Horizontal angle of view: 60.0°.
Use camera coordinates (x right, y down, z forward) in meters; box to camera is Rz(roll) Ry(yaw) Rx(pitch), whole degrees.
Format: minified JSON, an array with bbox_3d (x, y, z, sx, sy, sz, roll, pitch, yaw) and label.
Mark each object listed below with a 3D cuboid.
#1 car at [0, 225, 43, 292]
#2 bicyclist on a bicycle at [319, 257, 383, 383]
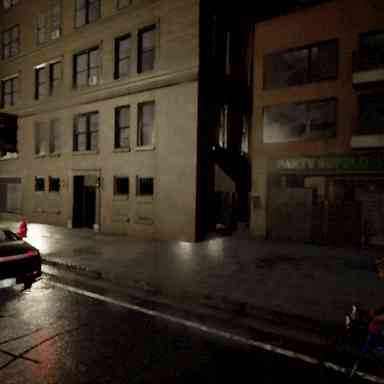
[{"bbox_3d":[-5.309,1.412,7.460,4.902,1.511,2.128,1,0,36],"label":"car"},{"bbox_3d":[2.064,1.452,3.186,1.656,1.620,0.582,1,1,36],"label":"bicyclist on a bicycle"}]
